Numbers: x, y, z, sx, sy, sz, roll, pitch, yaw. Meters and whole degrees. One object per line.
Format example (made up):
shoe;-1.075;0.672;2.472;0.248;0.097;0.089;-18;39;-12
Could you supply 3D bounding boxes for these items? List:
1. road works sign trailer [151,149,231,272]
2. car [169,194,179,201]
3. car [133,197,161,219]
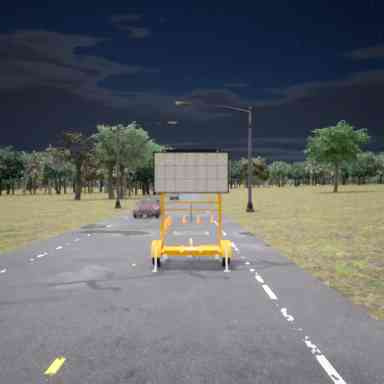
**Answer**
road works sign trailer;-0.026;0.445;10.692;2.380;3.560;2.880;0;0;0
car;-3.675;1.033;69.185;1.882;1.535;5.008;0;1;0
car;-3.669;1.250;28.145;2.097;1.767;4.553;0;0;0
